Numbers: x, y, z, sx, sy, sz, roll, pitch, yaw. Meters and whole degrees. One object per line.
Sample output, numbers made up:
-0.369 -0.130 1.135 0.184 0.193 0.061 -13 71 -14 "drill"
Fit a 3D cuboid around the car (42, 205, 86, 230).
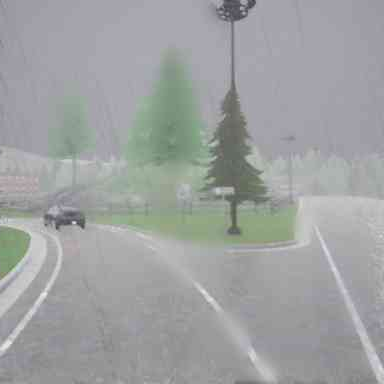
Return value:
-8.602 1.636 22.244 1.837 1.490 4.892 1 -1 -36 "car"
